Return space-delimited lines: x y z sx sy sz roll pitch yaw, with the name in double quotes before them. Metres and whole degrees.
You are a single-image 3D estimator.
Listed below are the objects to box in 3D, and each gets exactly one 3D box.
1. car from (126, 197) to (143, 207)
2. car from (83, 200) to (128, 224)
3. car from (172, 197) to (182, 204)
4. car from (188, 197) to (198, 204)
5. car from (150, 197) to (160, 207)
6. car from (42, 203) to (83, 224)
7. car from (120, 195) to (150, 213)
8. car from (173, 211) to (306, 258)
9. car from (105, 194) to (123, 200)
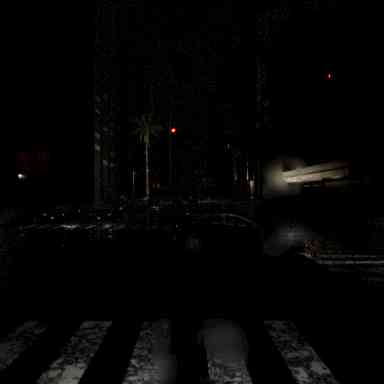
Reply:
"car" -9.751 1.644 56.868 1.882 1.535 5.008 0 0 0
"car" -6.570 1.580 25.772 1.812 1.442 4.674 0 0 0
"car" -3.075 1.789 69.914 1.994 1.385 4.181 0 0 0
"car" 0.175 1.790 69.936 1.994 1.385 4.181 0 0 0
"car" -6.502 1.642 56.333 1.882 1.535 5.008 0 -1 0
"car" -9.822 1.579 25.733 1.812 1.442 4.674 0 0 0
"car" -6.555 1.449 38.825 2.097 1.767 4.553 0 -1 0
"car" 1.686 1.481 12.562 4.902 1.511 2.128 0 0 23
"car" -9.792 1.333 42.799 2.150 2.045 5.566 0 -1 0
